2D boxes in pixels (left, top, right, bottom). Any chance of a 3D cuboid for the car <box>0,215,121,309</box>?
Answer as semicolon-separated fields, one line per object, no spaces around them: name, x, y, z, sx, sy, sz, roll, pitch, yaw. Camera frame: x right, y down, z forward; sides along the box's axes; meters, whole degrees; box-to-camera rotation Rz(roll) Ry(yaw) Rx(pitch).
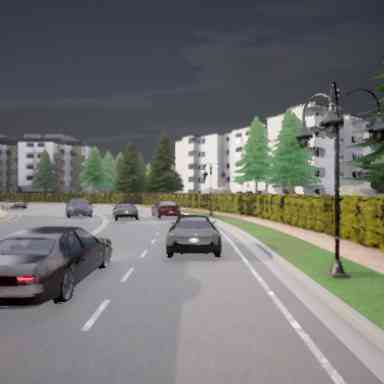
car;-3.416;1.551;8.134;2.033;1.411;5.357;0;0;0

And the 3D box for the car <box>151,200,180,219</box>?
car;-2.430;1.488;29.533;1.882;1.535;5.008;0;0;-16

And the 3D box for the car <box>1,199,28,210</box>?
car;-23.029;1.616;43.175;4.718;1.301;1.895;0;0;44

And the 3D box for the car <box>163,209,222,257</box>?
car;0.041;1.568;13.032;1.994;1.385;4.181;0;0;-1

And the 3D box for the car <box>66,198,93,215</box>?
car;-10.115;1.362;29.819;2.097;1.767;4.553;0;0;-22

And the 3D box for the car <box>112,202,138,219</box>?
car;-5.794;1.574;28.557;1.994;1.385;4.181;0;0;-16
